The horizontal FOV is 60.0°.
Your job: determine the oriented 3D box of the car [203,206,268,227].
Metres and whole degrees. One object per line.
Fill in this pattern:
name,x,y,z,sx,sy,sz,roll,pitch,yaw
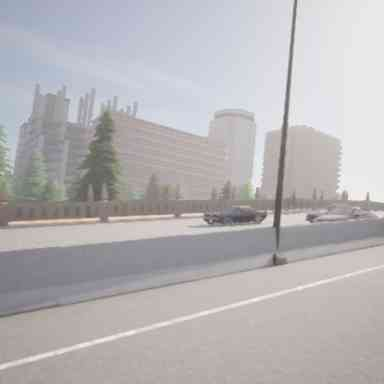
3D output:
car,3.058,1.636,23.370,4.718,1.301,1.895,0,0,-35

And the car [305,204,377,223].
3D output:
car,8.757,1.565,18.836,4.674,1.442,1.812,0,0,-35

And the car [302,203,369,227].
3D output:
car,10.642,1.597,24.481,5.357,1.411,2.033,0,0,-35
